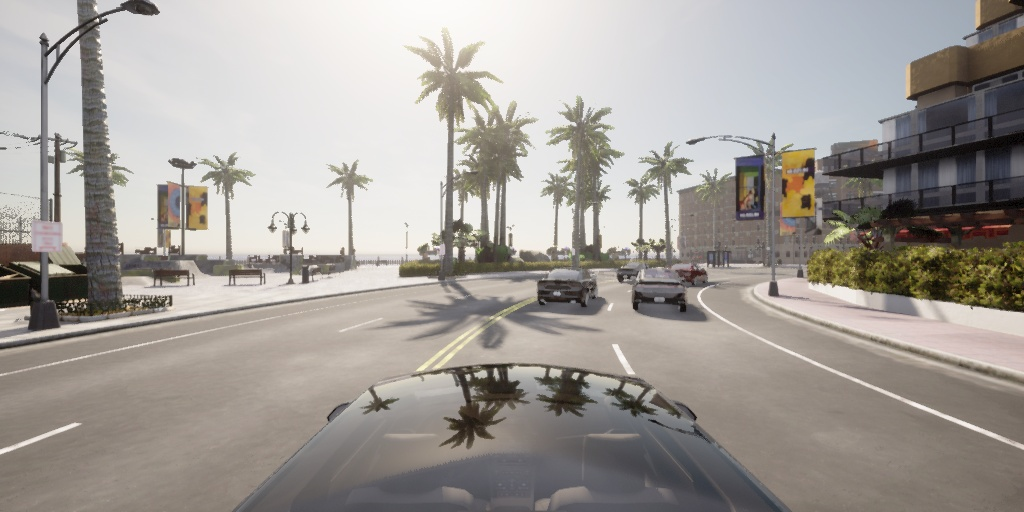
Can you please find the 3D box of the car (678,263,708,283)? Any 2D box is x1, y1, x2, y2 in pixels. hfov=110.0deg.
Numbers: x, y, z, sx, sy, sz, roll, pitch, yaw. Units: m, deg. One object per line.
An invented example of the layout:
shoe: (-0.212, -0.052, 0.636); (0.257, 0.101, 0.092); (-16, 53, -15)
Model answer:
car: (12.449, 1.235, 25.548); (1.882, 1.535, 5.008); (0, 0, 41)

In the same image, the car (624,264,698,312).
car: (5.802, 1.245, 14.309); (2.128, 1.511, 4.902); (0, 0, 20)

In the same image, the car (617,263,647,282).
car: (9.800, 1.266, 27.836); (1.837, 1.490, 4.892); (0, 0, 41)

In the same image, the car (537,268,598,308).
car: (2.521, 1.235, 15.528); (1.882, 1.535, 5.008); (0, 0, 20)
